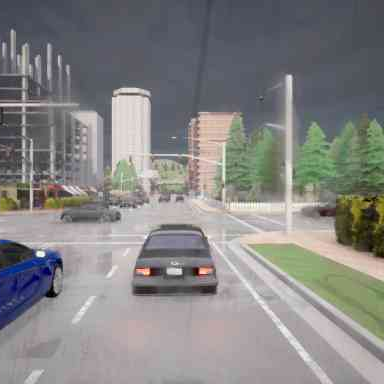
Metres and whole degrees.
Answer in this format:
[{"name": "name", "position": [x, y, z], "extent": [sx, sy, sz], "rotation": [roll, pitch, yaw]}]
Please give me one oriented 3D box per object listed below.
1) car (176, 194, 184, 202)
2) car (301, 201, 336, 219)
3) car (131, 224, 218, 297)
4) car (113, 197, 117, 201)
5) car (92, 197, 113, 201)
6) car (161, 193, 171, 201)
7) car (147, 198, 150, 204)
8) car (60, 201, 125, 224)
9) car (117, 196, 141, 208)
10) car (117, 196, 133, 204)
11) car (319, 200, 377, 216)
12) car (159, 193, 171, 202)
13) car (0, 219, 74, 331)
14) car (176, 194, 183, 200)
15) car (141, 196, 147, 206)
[{"name": "car", "position": [-2.788, 1.493, 75.621], "extent": [1.837, 1.490, 4.892], "rotation": [0, 0, -2]}, {"name": "car", "position": [11.796, 1.478, 28.131], "extent": [5.008, 1.535, 1.882], "rotation": [0, 0, -1]}, {"name": "car", "position": [-0.403, 1.547, 8.780], "extent": [2.033, 1.411, 5.357], "rotation": [0, 0, -2]}, {"name": "car", "position": [-12.604, 1.547, 53.825], "extent": [2.033, 1.411, 5.357], "rotation": [0, 0, -2]}, {"name": "car", "position": [-12.252, 1.547, 43.787], "extent": [2.033, 1.411, 5.357], "rotation": [0, 0, -2]}, {"name": "car", "position": [-6.628, 1.225, 85.020], "extent": [2.150, 2.045, 5.566], "rotation": [0, 0, -2]}, {"name": "car", "position": [-9.449, 1.564, 65.109], "extent": [1.994, 1.385, 4.181], "rotation": [0, 0, -1]}, {"name": "car", "position": [-7.334, 1.564, 24.228], "extent": [4.181, 1.385, 1.994], "rotation": [0, 0, -1]}, {"name": "car", "position": [-8.854, 1.564, 46.794], "extent": [1.994, 1.385, 4.181], "rotation": [0, 0, -2]}, {"name": "car", "position": [-12.926, 1.547, 64.373], "extent": [2.033, 1.411, 5.357], "rotation": [0, 0, -1]}, {"name": "car", "position": [14.733, 1.526, 31.643], "extent": [4.674, 1.442, 1.812], "rotation": [0, 0, -1]}, {"name": "car", "position": [-6.217, 1.355, 73.716], "extent": [2.097, 1.767, 4.553], "rotation": [0, 0, -2]}, {"name": "car", "position": [-3.719, 1.478, 5.488], "extent": [1.882, 1.535, 5.008], "rotation": [0, 0, -3]}, {"name": "car", "position": [-3.119, 1.326, 84.834], "extent": [1.837, 1.490, 4.892], "rotation": [0, 0, -2]}, {"name": "car", "position": [-9.143, 1.564, 55.157], "extent": [1.994, 1.385, 4.181], "rotation": [0, 0, -2]}]
